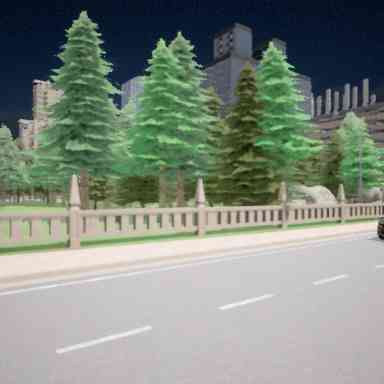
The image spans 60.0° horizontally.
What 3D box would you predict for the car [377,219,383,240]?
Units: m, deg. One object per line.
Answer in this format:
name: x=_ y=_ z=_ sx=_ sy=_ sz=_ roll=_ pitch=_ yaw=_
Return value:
car: x=10.853 y=1.488 z=16.035 sx=5.008 sy=1.535 sz=1.882 roll=0 pitch=0 yaw=-35
